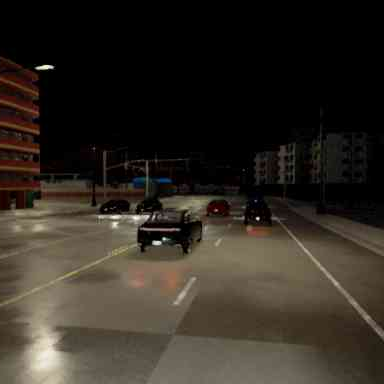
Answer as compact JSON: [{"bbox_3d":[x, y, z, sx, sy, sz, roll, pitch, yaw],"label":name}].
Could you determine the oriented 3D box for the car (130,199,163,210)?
[{"bbox_3d":[-4.288,1.489,33.999,1.837,1.490,4.892,0,0,11],"label":"car"}]

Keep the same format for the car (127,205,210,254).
[{"bbox_3d":[-0.730,1.490,13.564,2.128,1.511,4.902,0,0,10],"label":"car"}]

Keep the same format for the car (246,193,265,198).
[{"bbox_3d":[7.854,1.154,41.176,2.150,2.045,5.566,0,0,10],"label":"car"}]

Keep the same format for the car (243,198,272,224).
[{"bbox_3d":[4.875,1.508,24.816,1.837,1.490,4.892,0,1,10],"label":"car"}]

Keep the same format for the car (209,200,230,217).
[{"bbox_3d":[2.588,1.469,31.788,1.882,1.535,5.008,0,0,10],"label":"car"}]

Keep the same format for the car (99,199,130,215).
[{"bbox_3d":[-7.806,1.489,34.236,1.837,1.490,4.892,0,0,11],"label":"car"}]
